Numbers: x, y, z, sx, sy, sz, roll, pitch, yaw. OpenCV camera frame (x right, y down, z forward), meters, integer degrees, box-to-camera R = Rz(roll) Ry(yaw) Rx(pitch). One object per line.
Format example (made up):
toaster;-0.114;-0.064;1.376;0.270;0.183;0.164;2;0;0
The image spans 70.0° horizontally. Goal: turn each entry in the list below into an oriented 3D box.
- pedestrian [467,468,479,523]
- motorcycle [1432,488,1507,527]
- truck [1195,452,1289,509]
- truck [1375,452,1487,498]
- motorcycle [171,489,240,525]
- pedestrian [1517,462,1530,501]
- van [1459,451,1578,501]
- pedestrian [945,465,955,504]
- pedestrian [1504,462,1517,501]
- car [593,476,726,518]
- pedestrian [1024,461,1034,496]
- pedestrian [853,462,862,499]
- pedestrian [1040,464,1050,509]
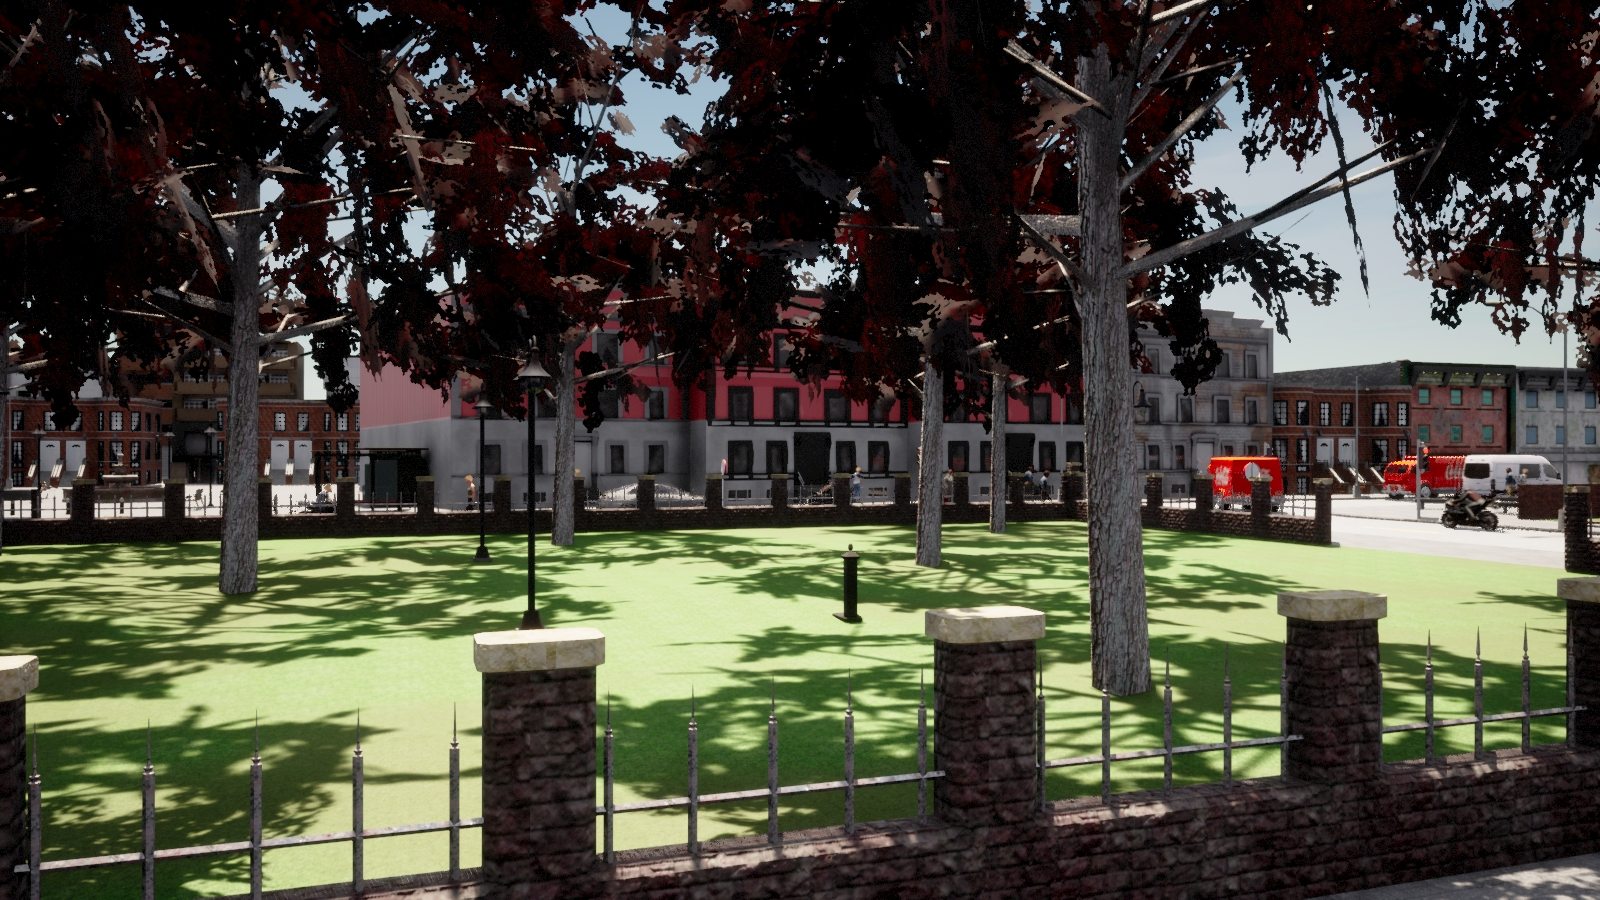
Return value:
pedestrian;-11.017;1.523;38.465;0.375;1.860;0.375;0;0;-19
motorcycle;23.389;1.985;39.951;0.867;1.251;2.209;0;0;-20
truck;20.389;1.347;52.959;2.627;2.467;5.204;-1;0;5
truck;35.004;1.348;63.458;5.204;2.467;2.627;0;0;-19
motorcycle;-20.890;1.994;40.177;2.033;1.145;0.803;-1;0;-19
pedestrian;35.024;1.515;55.323;0.375;1.860;0.375;0;0;-3
van;38.021;1.314;60.467;5.915;2.561;1.988;0;0;-18
pedestrian;7.130;1.629;54.325;0.375;1.860;0.375;0;0;-19
pedestrian;34.044;1.517;54.741;0.375;1.860;0.375;0;0;2
car;-5.597;1.827;45.390;4.902;1.511;2.128;0;0;-19
pedestrian;12.238;1.524;60.995;0.375;1.860;0.375;0;0;-15
pedestrian;2.918;1.523;57.992;0.375;1.860;0.375;0;0;-23
pedestrian;10.237;1.525;47.744;0.375;1.860;0.375;0;0;15
